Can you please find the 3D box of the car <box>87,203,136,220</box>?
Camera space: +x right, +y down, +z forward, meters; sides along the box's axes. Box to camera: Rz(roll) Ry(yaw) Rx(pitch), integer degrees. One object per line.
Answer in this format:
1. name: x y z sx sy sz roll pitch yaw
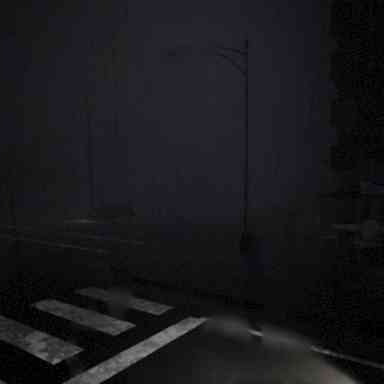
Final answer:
1. car: -6.834 1.623 28.536 1.994 1.385 4.181 0 0 36
